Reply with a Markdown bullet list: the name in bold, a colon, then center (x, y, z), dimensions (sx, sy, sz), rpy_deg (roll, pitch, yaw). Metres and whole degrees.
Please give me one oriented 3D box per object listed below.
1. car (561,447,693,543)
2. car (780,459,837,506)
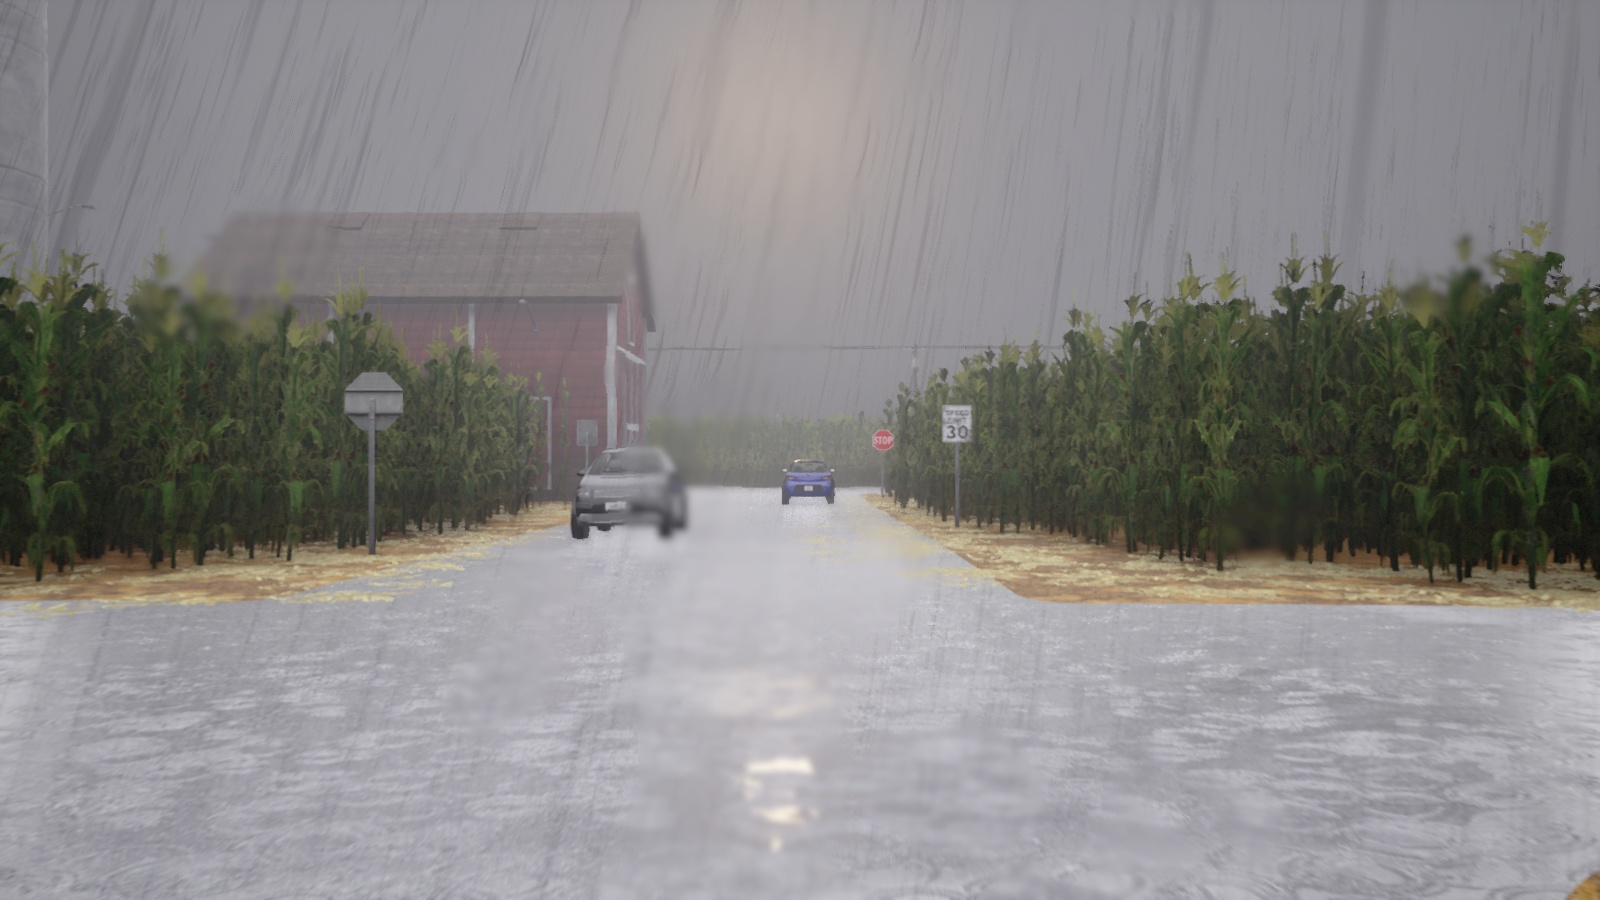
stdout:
- **car**: center (-2.943, 0.736, 22.097), dimensions (1.789, 1.549, 3.705), rpy_deg (0, 0, 0)
- **car**: center (0.284, 1.046, 41.957), dimensions (1.816, 1.474, 4.193), rpy_deg (0, 0, 0)
